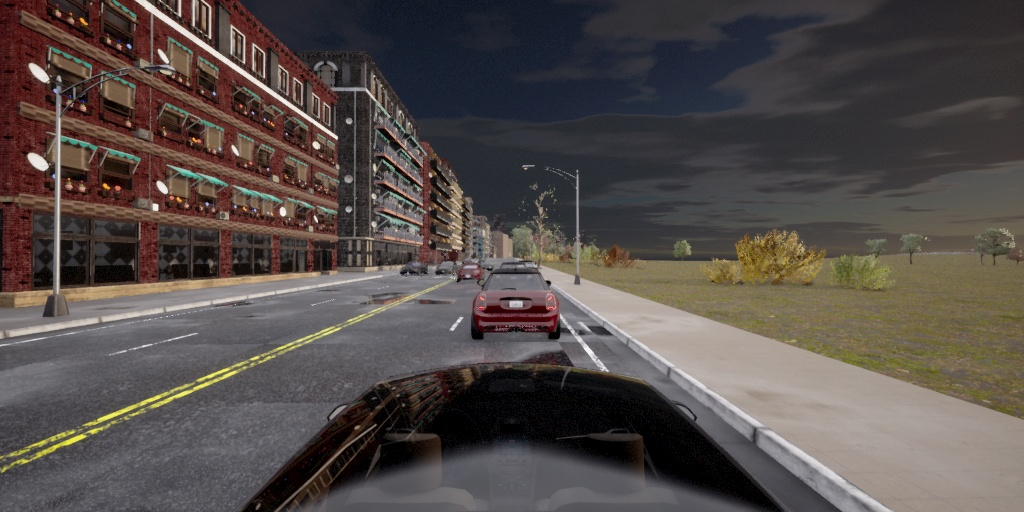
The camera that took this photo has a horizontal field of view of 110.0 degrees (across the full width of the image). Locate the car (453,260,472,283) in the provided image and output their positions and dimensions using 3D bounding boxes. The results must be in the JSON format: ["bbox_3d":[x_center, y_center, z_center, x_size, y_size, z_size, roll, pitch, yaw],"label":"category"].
[{"bbox_3d":[-3.180,1.279,28.213,1.812,1.442,4.674,0,0,0],"label":"car"}]

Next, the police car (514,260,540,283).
[{"bbox_3d":[1.109,1.178,29.446,1.930,1.638,5.238,0,0,0],"label":"police car"}]

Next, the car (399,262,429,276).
[{"bbox_3d":[-9.883,1.300,36.714,2.033,1.411,5.357,0,0,0],"label":"car"}]

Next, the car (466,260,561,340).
[{"bbox_3d":[0.083,1.103,10.179,2.097,1.767,4.553,0,0,0],"label":"car"}]

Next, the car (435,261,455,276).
[{"bbox_3d":[-6.637,1.258,37.009,1.837,1.490,4.892,0,0,0],"label":"car"}]
